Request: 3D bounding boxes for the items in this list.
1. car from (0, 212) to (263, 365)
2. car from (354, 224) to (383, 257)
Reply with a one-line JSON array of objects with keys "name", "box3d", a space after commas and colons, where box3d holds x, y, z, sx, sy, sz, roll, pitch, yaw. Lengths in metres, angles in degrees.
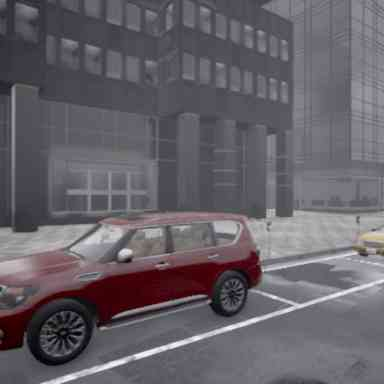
[{"name": "car", "box3d": [-0.903, 1.331, 6.010, 5.009, 1.841, 2.192, 0, 0, -35]}, {"name": "car", "box3d": [7.793, 1.607, 12.211, 4.829, 1.417, 1.752, 0, 0, -35]}]
